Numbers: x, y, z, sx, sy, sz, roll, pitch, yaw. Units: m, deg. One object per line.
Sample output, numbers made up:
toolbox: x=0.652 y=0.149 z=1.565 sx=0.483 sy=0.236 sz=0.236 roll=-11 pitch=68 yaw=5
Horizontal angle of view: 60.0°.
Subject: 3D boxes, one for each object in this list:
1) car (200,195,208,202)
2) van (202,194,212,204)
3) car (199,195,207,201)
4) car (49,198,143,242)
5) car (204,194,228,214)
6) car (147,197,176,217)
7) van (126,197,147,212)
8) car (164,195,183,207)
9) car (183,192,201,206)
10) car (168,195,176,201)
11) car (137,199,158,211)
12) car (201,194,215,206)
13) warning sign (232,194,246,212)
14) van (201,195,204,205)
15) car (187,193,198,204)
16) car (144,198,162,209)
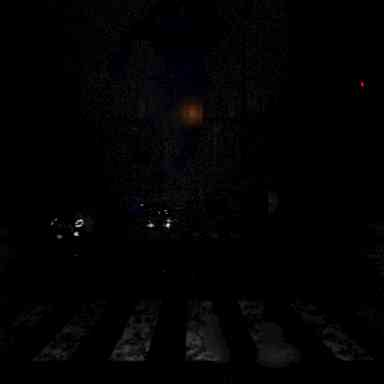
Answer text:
car: x=2.719 y=1.547 z=78.904 sx=1.752 sy=1.417 sz=4.829 roll=0 pitch=0 yaw=0
van: x=2.723 y=1.359 z=62.515 sx=1.690 sy=1.788 sz=3.998 roll=0 pitch=0 yaw=0
car: x=2.718 y=1.463 z=84.139 sx=1.967 sy=1.590 sz=4.097 roll=0 pitch=0 yaw=0
car: x=-4.758 y=1.360 z=16.521 sx=2.097 sy=1.767 sz=4.553 roll=0 pitch=0 yaw=27
car: x=2.728 y=1.326 z=35.484 sx=2.192 sy=1.841 sz=5.009 roll=0 pitch=0 yaw=0
car: x=-2.830 y=1.513 z=31.072 sx=1.837 sy=1.490 sz=4.892 roll=0 pitch=1 yaw=0
van: x=-5.388 y=1.351 z=30.082 sx=1.690 sy=1.788 sz=3.998 roll=0 pitch=0 yaw=0
car: x=-2.790 y=1.522 z=50.150 sx=1.837 sy=1.490 sz=4.892 roll=0 pitch=0 yaw=0
car: x=0.091 y=1.368 z=55.393 sx=2.097 sy=1.767 sz=4.553 roll=0 pitch=0 yaw=0
car: x=-5.330 y=1.606 z=89.550 sx=1.802 sy=1.307 sz=4.206 roll=0 pitch=0 yaw=0
car: x=-5.378 y=1.579 z=40.894 sx=1.947 sy=1.339 sz=4.313 roll=0 pitch=0 yaw=0
car: x=2.724 y=1.332 z=57.109 sx=2.192 sy=1.841 sz=5.009 roll=0 pitch=0 yaw=0
warning sign: x=4.967 y=1.126 z=35.025 sx=1.300 sy=1.860 sz=1.060 roll=0 pitch=0 yaw=0
van: x=2.725 y=1.357 z=51.702 sx=1.690 sy=1.788 sz=3.998 roll=0 pitch=0 yaw=0
car: x=0.045 y=1.240 z=65.318 sx=2.150 sy=2.045 sz=5.566 roll=0 pitch=0 yaw=0
car: x=-5.372 y=1.559 z=46.300 sx=1.887 sy=1.381 sz=4.507 roll=0 pitch=0 yaw=0
